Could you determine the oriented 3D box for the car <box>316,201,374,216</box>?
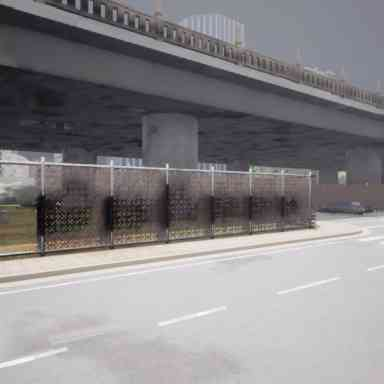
[{"bbox_3d":[14.848,1.547,32.825,2.033,1.411,5.357,0,0,-36],"label":"car"}]
